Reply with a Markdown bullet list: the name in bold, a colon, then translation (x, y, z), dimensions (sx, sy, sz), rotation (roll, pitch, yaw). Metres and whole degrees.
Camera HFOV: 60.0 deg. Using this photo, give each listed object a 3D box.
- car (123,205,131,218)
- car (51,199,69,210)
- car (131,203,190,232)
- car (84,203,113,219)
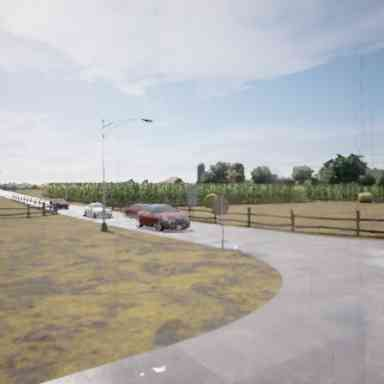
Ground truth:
- **car**: translation (-5.103, 1.802, 32.396), dimensions (1.882, 1.535, 5.008), rotation (-1, 0, -34)
- **car**: translation (-19.348, 1.711, 48.389), dimensions (1.882, 1.535, 5.008), rotation (-1, 1, -34)
- **car**: translation (-2.076, 1.664, 22.919), dimensions (2.097, 1.767, 4.553), rotation (-1, 0, -34)
- **car**: translation (-9.700, 1.877, 34.111), dimensions (1.812, 1.442, 4.674), rotation (-1, 0, -35)
